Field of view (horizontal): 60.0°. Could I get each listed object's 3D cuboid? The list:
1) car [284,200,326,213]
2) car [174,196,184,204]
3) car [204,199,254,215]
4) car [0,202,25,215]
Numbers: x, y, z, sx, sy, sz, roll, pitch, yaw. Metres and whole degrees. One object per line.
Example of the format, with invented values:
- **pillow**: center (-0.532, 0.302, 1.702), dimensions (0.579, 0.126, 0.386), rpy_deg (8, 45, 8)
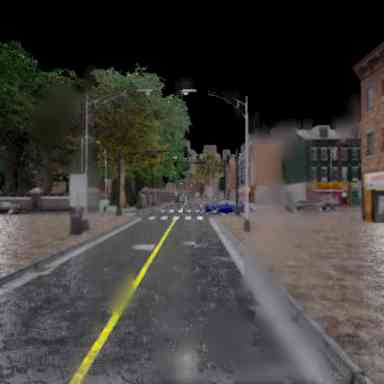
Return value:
- **car**: center (12.369, 1.536, 36.396), dimensions (4.313, 1.339, 1.947), rpy_deg (0, -1, 0)
- **car**: center (-2.773, 1.709, 71.387), dimensions (1.837, 1.490, 4.892), rpy_deg (0, 0, 0)
- **car**: center (3.745, 1.482, 33.755), dimensions (5.008, 1.535, 1.882), rpy_deg (-1, -1, 0)
- **car**: center (-20.617, 1.797, 36.378), dimensions (4.403, 1.369, 2.008), rpy_deg (-1, -1, 0)
